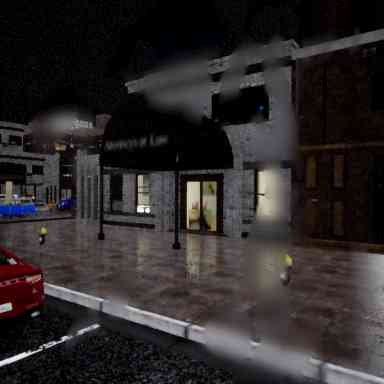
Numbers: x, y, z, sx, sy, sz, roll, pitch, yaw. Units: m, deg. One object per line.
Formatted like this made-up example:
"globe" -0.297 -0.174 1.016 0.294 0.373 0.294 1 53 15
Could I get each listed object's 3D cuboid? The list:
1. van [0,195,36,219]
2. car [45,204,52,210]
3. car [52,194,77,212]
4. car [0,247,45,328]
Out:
"van" -15.623 1.413 28.713 1.690 1.788 3.998 0 0 35
"car" -16.227 1.569 42.442 1.752 1.417 4.829 0 0 35
"car" -13.906 1.284 41.228 2.150 2.045 5.566 0 0 36
"car" -4.531 1.544 6.099 4.507 1.381 1.887 0 0 35
